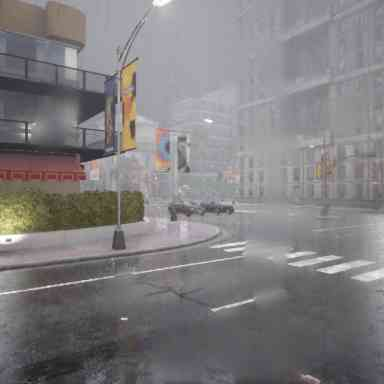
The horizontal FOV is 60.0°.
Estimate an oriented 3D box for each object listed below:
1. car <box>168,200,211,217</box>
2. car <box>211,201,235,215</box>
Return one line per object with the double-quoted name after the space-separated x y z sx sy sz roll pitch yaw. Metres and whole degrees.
-0.598 1.526 32.112 1.812 1.442 4.674 0 0 -35 "car"
2.251 1.601 34.143 1.895 1.301 4.718 0 0 -35 "car"
